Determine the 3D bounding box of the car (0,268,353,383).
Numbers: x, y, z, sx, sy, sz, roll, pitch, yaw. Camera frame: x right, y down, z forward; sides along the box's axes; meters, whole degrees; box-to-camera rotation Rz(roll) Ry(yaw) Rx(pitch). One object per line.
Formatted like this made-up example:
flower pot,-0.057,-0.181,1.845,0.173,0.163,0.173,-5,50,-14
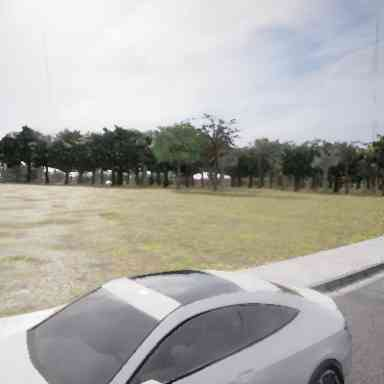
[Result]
car,-0.338,1.542,2.997,4.674,1.442,1.812,1,0,-37
